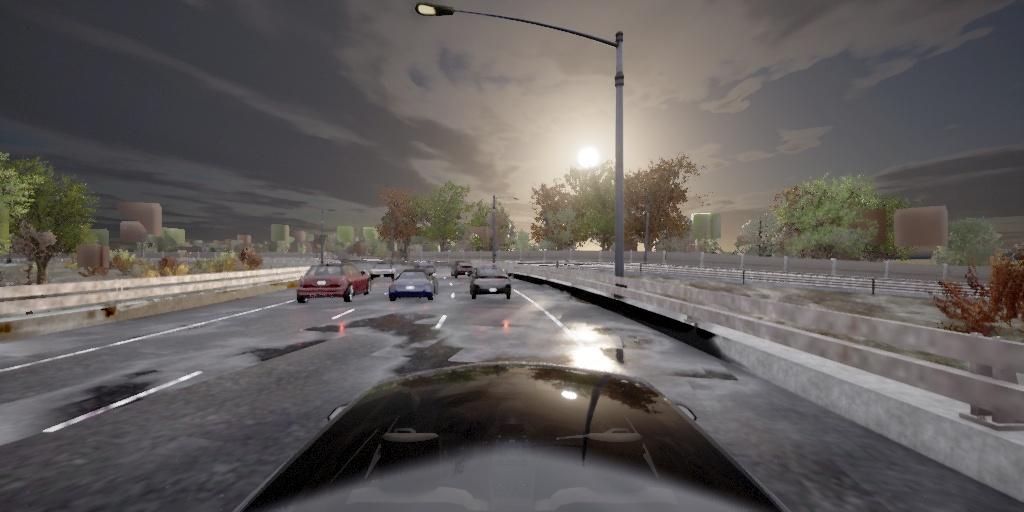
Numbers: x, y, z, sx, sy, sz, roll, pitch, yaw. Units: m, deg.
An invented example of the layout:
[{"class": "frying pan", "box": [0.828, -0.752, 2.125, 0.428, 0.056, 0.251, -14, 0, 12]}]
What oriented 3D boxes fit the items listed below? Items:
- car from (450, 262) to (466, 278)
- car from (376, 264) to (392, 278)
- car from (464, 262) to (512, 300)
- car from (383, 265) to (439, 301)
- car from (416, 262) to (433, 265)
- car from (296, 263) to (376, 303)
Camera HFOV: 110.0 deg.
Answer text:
[{"class": "car", "box": [-4.619, 1.265, 33.640, 1.837, 1.490, 4.892, 0, 0, -16]}, {"class": "car", "box": [-11.344, 1.364, 31.697, 1.895, 1.301, 4.718, 0, 0, -16]}, {"class": "car", "box": [-1.167, 1.243, 17.780, 2.128, 1.511, 4.902, 0, 0, -8]}, {"class": "car", "box": [-4.631, 1.320, 17.280, 1.994, 1.385, 4.181, 0, 0, -8]}, {"class": "car", "box": [-7.977, 1.243, 32.654, 2.128, 1.511, 4.902, 0, 0, -16]}, {"class": "car", "box": [-8.091, 1.114, 16.751, 2.097, 1.767, 4.553, 0, 0, -8]}]
